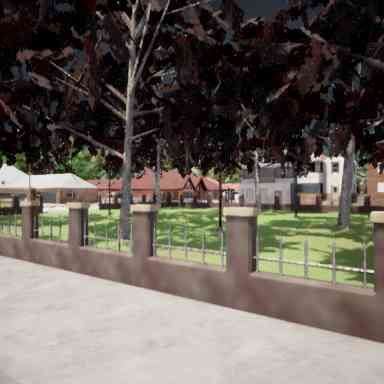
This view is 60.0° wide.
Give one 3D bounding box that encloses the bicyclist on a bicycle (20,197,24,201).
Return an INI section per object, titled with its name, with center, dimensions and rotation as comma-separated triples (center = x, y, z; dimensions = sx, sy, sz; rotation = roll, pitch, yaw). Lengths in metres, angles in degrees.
[bicyclist on a bicycle]
center = -17.305, 1.324, 33.839
dimensions = 1.656, 1.620, 0.582
rotation = 0, 0, 36
